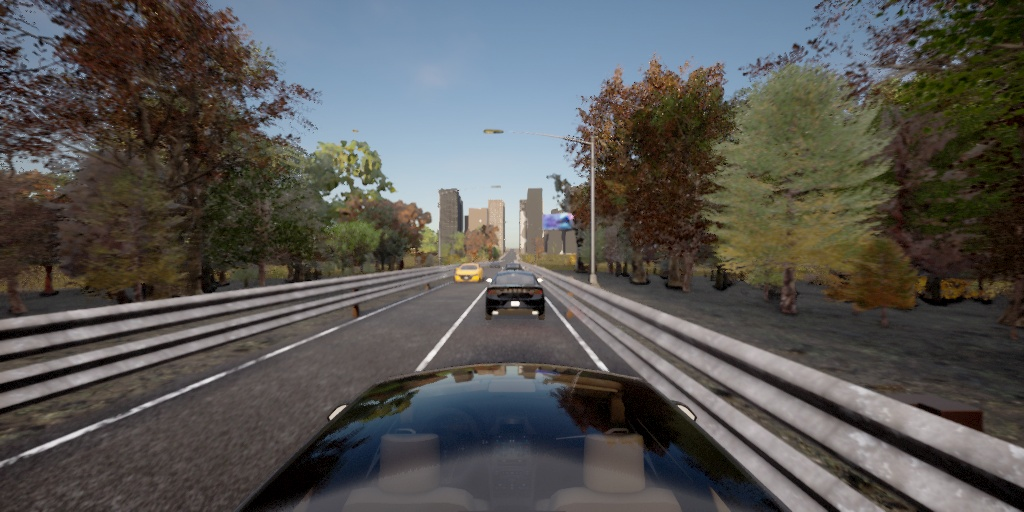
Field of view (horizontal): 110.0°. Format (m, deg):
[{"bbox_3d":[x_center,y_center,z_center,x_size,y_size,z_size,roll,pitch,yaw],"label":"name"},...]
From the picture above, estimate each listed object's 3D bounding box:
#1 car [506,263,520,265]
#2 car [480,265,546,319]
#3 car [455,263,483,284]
[{"bbox_3d":[0.097,1.402,32.671,1.837,1.490,4.892,0,0,0],"label":"car"},{"bbox_3d":[0.097,1.244,12.903,1.882,1.535,5.008,0,0,0],"label":"car"},{"bbox_3d":[-3.347,1.345,28.759,1.882,1.535,5.008,0,-1,0],"label":"car"}]
